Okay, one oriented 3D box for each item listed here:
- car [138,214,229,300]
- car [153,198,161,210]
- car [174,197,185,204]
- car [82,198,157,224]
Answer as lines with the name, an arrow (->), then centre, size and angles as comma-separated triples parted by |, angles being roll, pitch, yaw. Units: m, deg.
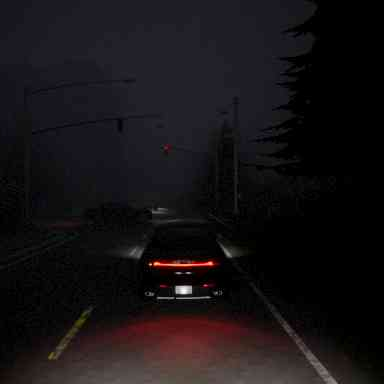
car -> -0.226, 1.505, 8.380 | 1.837, 1.490, 4.892 | 0, 0, -2
car -> -5.175, 1.526, 40.688 | 1.812, 1.442, 4.674 | 0, 0, -3
car -> -2.329, 1.564, 61.330 | 1.994, 1.385, 4.181 | 0, 0, -2
car -> -5.425, 1.469, 24.378 | 5.008, 1.535, 1.882 | 0, 1, -20
